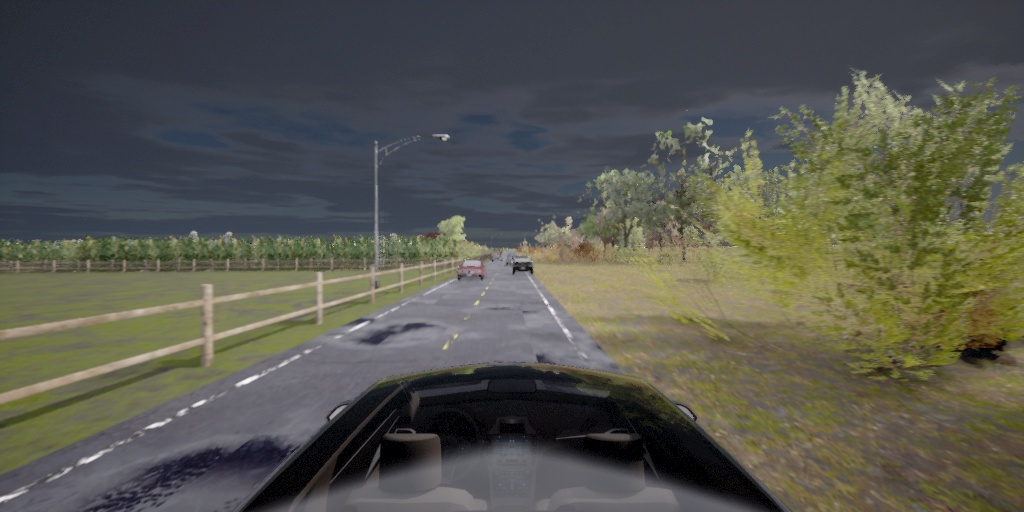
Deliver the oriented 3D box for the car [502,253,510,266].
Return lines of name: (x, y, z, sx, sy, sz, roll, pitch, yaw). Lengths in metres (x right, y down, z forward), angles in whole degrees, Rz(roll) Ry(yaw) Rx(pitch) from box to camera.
car: (-0.007, 0.667, 51.812, 2.033, 1.411, 5.357, 0, 1, 0)

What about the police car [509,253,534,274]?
police car: (0.956, 0.788, 33.298, 1.930, 1.638, 5.238, 0, 1, 0)

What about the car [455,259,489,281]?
car: (-2.842, 0.978, 26.233, 1.812, 1.442, 4.674, 0, 1, 0)
